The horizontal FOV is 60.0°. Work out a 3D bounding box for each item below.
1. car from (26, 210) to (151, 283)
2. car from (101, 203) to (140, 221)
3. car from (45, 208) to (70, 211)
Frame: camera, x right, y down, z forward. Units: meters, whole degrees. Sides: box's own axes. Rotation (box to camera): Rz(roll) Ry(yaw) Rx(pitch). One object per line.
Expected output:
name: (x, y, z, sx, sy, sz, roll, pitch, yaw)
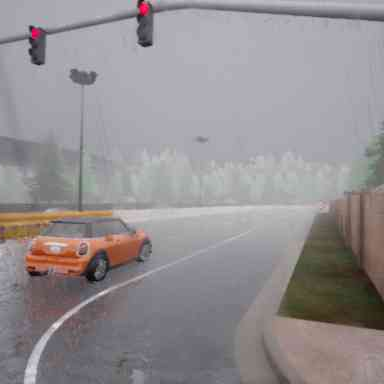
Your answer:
car: (-3.001, 1.581, 10.747, 2.097, 1.767, 4.553, 1, -1, 16)
car: (-7.925, 2.161, 37.184, 2.097, 1.767, 4.553, 0, -2, 21)
car: (-11.494, 2.049, 27.934, 1.812, 1.442, 4.674, 0, -2, 21)
